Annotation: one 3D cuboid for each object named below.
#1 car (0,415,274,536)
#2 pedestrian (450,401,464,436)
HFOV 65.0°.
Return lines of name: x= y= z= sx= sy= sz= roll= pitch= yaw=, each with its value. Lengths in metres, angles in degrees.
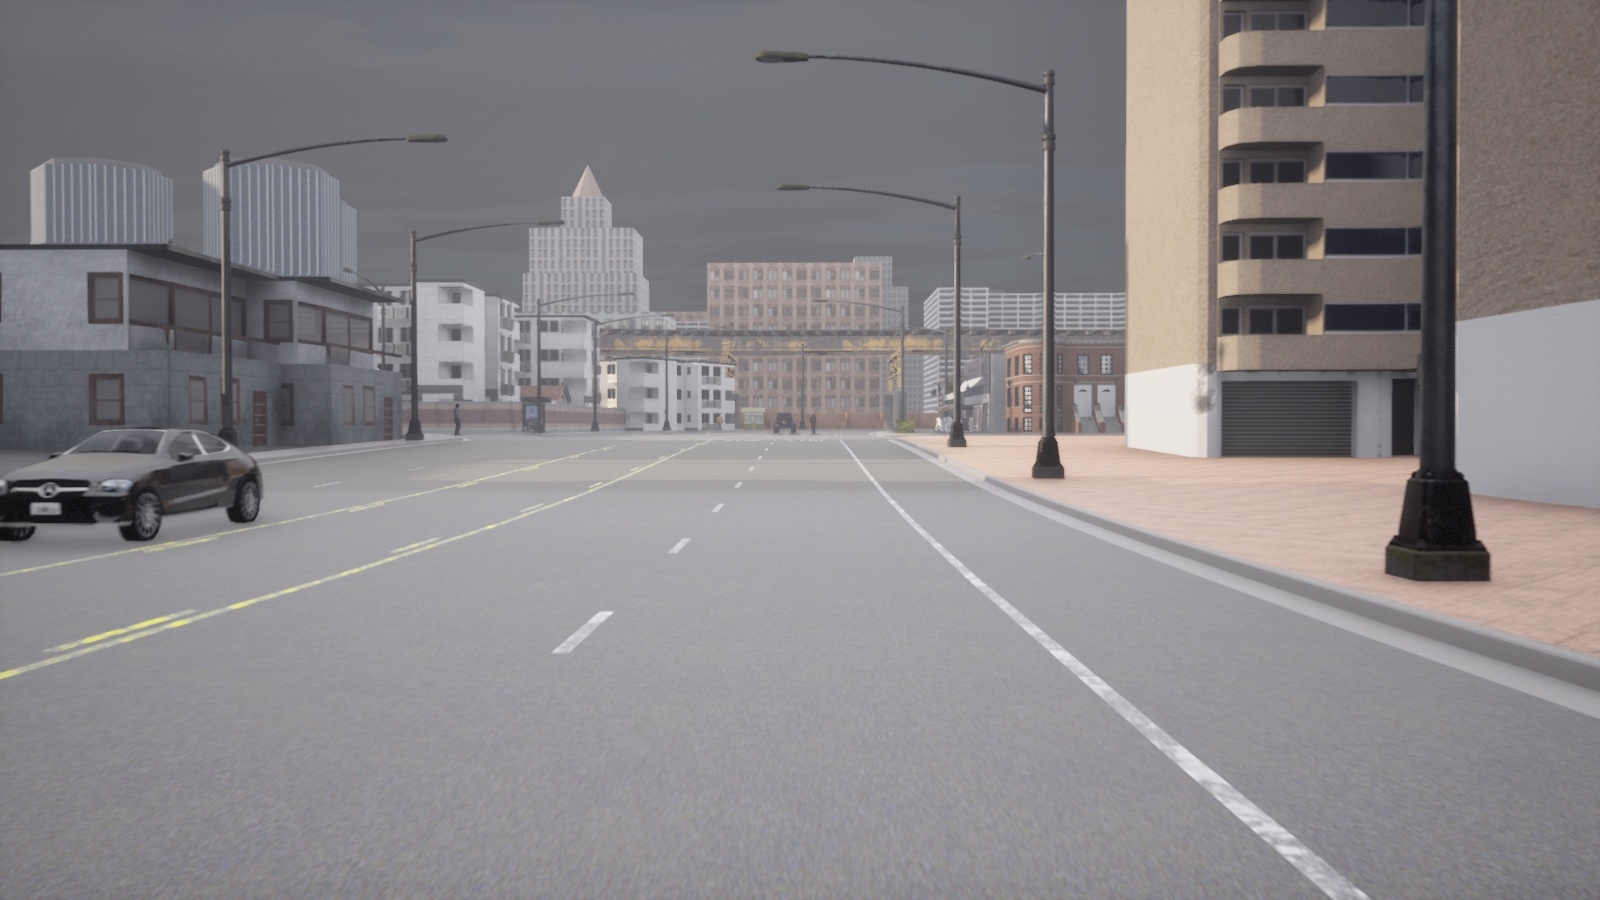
car: x=-10.373 y=0.288 z=19.619 sx=2.152 sy=1.651 sz=5.027 roll=0 pitch=1 yaw=0
pedestrian: x=-18.986 y=-1.735 z=69.554 sx=0.692 sy=1.930 sz=0.396 roll=0 pitch=1 yaw=-24
